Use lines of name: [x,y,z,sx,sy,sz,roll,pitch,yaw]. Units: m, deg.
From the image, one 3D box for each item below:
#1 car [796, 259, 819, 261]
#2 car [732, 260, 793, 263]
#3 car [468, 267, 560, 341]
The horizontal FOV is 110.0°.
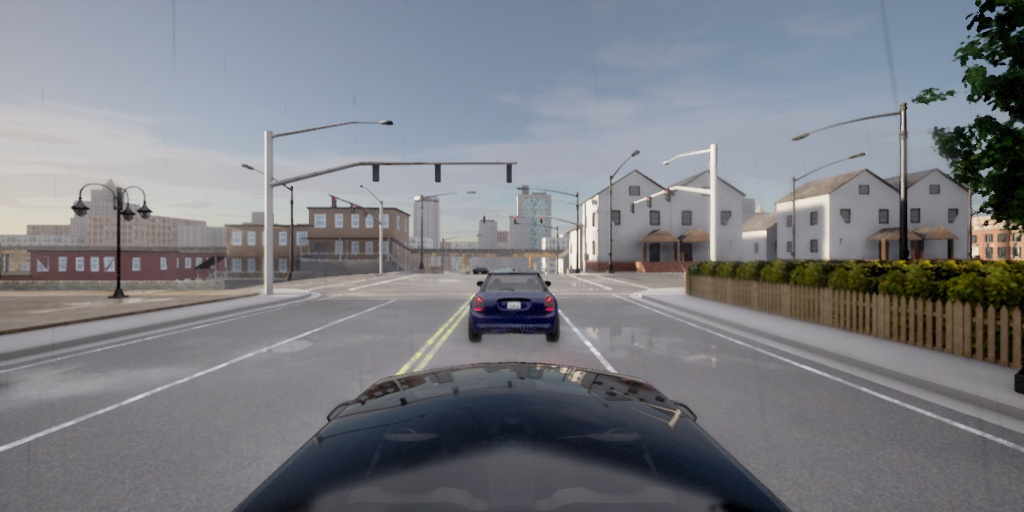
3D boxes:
car: [24.970,1.118,31.257,4.553,1.767,2.097,0,0,-1]
car: [18.517,1.116,27.474,4.553,1.767,2.097,0,0,-1]
car: [0.054,1.107,10.011,2.097,1.767,4.553,0,0,0]
